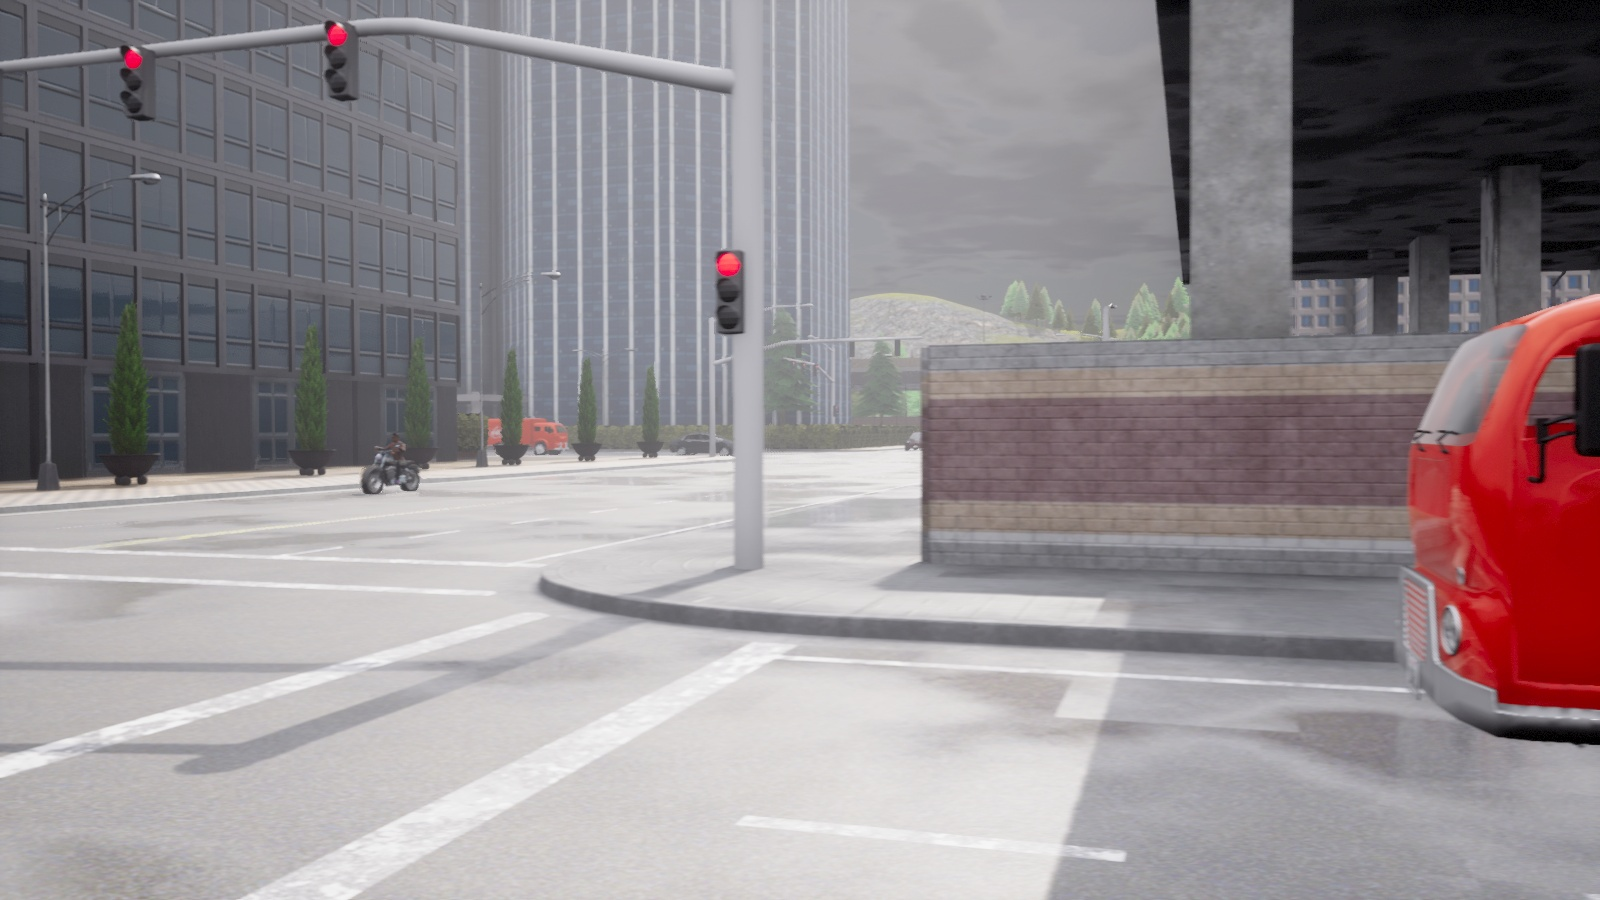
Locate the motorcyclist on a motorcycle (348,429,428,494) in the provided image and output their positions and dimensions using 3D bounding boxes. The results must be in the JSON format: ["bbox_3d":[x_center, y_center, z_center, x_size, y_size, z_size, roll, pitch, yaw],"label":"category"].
[{"bbox_3d":[-10.845,0.267,33.161,0.766,1.649,2.350,1,1,17],"label":"motorcyclist on a motorcycle"}]

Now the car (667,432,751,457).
[{"bbox_3d":[-5.686,-0.372,78.398,4.892,1.490,1.837,0,1,18],"label":"car"}]

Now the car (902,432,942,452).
[{"bbox_3d":[9.605,-0.633,98.275,2.163,1.488,4.792,1,1,17],"label":"car"}]

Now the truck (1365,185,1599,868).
[{"bbox_3d":[5.336,0.279,5.150,5.204,2.467,2.627,0,1,17],"label":"truck"}]

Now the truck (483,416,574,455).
[{"bbox_3d":[-17.744,-0.969,82.108,5.204,2.467,2.627,0,1,17],"label":"truck"}]
